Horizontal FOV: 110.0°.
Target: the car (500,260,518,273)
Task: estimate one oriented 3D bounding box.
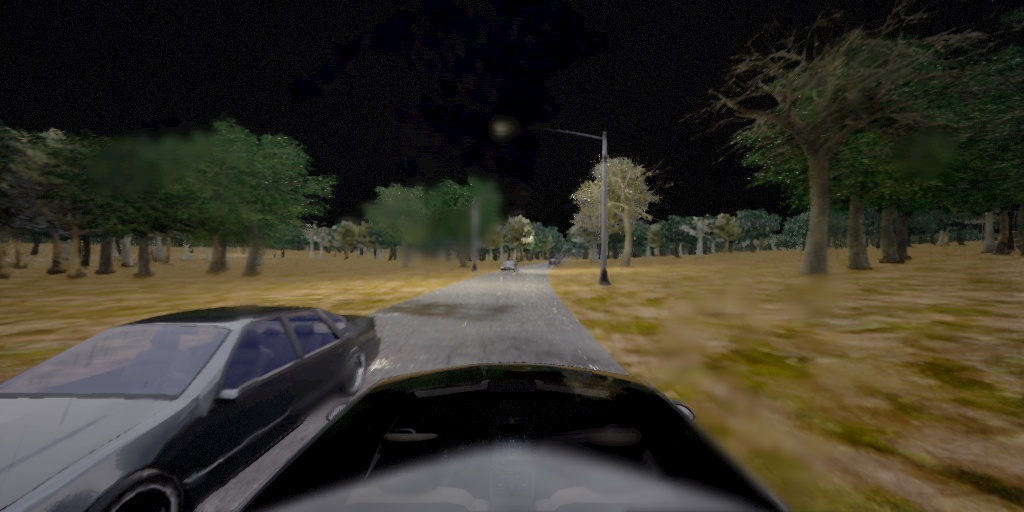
[{"bbox_3d":[-0.301,1.319,46.424,1.837,1.490,4.892,1,0,8],"label":"car"}]

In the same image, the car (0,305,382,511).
[{"bbox_3d":[-3.087,1.279,3.736,2.033,1.411,5.357,0,0,0],"label":"car"}]
